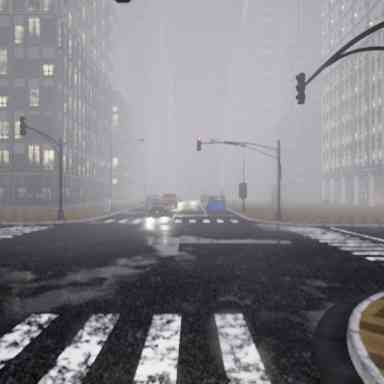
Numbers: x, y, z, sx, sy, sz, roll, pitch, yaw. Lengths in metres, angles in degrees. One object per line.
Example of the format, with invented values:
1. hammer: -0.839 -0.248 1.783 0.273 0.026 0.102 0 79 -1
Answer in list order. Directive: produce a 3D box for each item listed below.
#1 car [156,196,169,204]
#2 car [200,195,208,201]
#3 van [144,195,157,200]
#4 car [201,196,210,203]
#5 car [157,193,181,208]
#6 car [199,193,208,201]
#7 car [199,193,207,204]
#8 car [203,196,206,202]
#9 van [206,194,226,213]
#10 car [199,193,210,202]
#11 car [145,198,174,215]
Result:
1. car: -5.630 1.504 63.914 1.947 1.339 4.313 0 0 0
2. car: 2.833 1.486 80.491 1.947 1.339 4.313 0 0 0
3. van: -5.712 1.296 47.296 1.690 1.788 3.998 0 0 0
4. car: 2.778 1.477 69.412 1.887 1.381 4.507 0 0 0
5. car: -3.112 1.168 46.294 2.150 2.045 5.566 0 1 1
6. car: 2.862 1.228 86.030 2.192 1.841 5.009 0 0 0
7. car: 2.751 1.253 63.873 2.192 1.841 5.009 0 0 0
8. car: 2.664 1.505 41.719 1.887 1.381 4.507 0 0 0
9. van: 2.727 1.306 36.180 1.690 1.788 3.998 0 0 0
10. car: 2.806 1.241 74.952 2.192 1.841 5.009 0 0 0
11. car: -3.194 1.569 33.153 1.895 1.301 4.718 0 0 0
